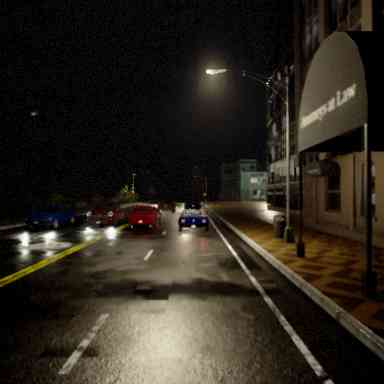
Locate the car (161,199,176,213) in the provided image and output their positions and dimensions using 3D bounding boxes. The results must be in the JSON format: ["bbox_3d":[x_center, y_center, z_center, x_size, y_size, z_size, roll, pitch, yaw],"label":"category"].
[{"bbox_3d":[-3.152,1.724,42.144,2.097,1.767,4.553,0,0,0],"label":"car"}]

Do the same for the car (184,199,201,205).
[{"bbox_3d":[0.101,1.725,42.277,2.097,1.767,4.553,0,0,0],"label":"car"}]

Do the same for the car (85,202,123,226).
[{"bbox_3d":[-6.598,1.579,25.662,2.097,1.767,4.553,0,-1,0],"label":"car"}]

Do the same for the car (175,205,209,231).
[{"bbox_3d":[0.098,1.798,22.208,1.895,1.301,4.718,0,-1,0],"label":"car"}]

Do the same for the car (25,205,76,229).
[{"bbox_3d":[-9.850,1.686,23.505,1.882,1.535,5.008,0,0,0],"label":"car"}]

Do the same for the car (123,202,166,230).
[{"bbox_3d":[-3.156,1.681,22.947,1.882,1.535,5.008,0,0,0],"label":"car"}]
